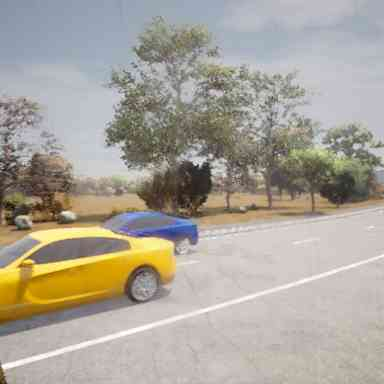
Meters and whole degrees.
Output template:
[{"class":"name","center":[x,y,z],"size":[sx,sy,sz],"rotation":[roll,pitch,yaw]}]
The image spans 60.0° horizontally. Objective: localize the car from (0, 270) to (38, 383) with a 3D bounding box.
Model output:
[{"class":"car","center":[-3.158,1.584,1.621],"size":[4.181,1.385,1.994],"rotation":[-1,0,-35]}]

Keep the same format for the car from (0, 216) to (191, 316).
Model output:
[{"class":"car","center":[-2.657,1.481,6.528],"size":[5.008,1.535,1.882],"rotation":[-1,0,-37]}]

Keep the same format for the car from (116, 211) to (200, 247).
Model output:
[{"class":"car","center":[-2.019,1.462,11.393],"size":[5.008,1.535,1.882],"rotation":[-1,0,-38]}]
